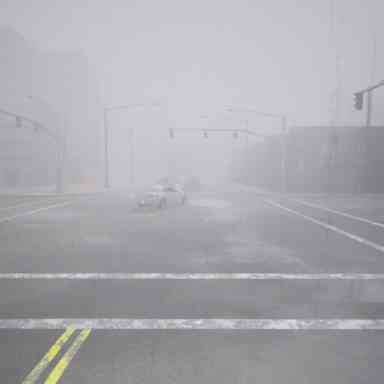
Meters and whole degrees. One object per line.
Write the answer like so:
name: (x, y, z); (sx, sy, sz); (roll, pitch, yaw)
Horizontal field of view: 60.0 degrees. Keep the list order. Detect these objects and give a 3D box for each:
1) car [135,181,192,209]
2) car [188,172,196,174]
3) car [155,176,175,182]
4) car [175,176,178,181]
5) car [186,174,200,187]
car: (-2.036, 0.269, 22.725); (1.812, 1.442, 4.674); (3, 5, 27)
car: (0.109, -3.454, 73.708); (2.150, 2.045, 5.566); (0, 4, 0)
car: (-3.543, -0.945, 41.389); (1.994, 1.385, 4.181); (0, 4, 0)
car: (-3.527, -1.669, 51.296); (1.837, 1.490, 4.892); (0, 4, 0)
car: (0.164, -1.593, 49.959); (2.128, 1.511, 4.902); (0, 4, 0)
